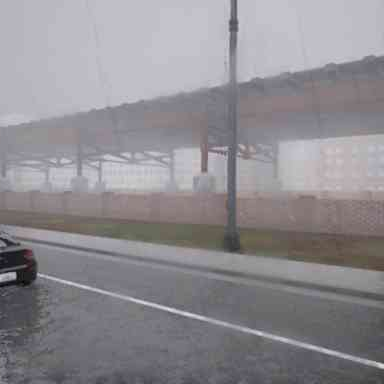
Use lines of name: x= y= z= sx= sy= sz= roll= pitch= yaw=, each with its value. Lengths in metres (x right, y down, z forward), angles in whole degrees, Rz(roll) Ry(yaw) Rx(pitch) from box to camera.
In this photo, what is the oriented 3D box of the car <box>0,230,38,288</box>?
car: x=-5.521 y=1.520 z=7.938 sx=4.674 sy=1.442 sz=1.812 roll=0 pitch=0 yaw=35
